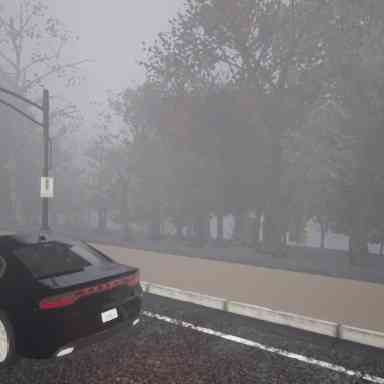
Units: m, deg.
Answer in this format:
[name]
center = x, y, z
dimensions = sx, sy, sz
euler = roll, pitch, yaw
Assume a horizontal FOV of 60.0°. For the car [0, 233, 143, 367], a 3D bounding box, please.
[car]
center = -3.076, 1.477, 5.871
dimensions = 5.008, 1.535, 1.882
euler = 0, 0, 37
